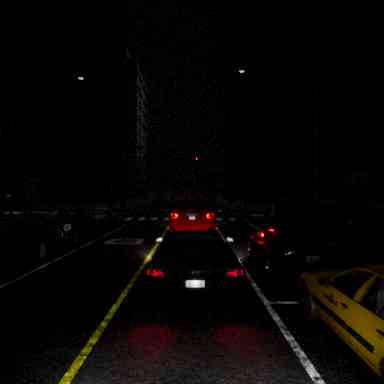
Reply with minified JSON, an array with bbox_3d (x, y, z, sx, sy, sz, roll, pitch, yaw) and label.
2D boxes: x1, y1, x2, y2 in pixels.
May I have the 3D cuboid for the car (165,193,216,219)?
[{"bbox_3d":[0.014,1.220,17.209,2.150,2.045,5.566,0,0,0],"label":"car"}]

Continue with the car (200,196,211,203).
[{"bbox_3d":[2.804,1.559,68.854,2.008,1.369,4.403,0,0,0],"label":"car"}]

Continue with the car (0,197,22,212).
[{"bbox_3d":[-19.045,1.129,32.040,5.008,1.535,1.882,1,0,1],"label":"car"}]

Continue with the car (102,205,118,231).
[{"bbox_3d":[-5.751,1.523,20.406,1.752,1.417,4.829,0,0,0],"label":"car"}]

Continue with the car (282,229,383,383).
[{"bbox_3d":[2.764,1.525,4.373,1.752,1.417,4.829,0,0,0],"label":"car"}]

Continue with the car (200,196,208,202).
[{"bbox_3d":[2.810,1.558,79.729,1.887,1.381,4.507,0,0,0],"label":"car"}]

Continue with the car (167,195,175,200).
[{"bbox_3d":[-5.708,1.570,90.610,2.008,1.369,4.403,0,0,0],"label":"car"}]

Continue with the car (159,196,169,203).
[{"bbox_3d":[-5.721,1.590,68.859,1.802,1.307,4.206,0,0,0],"label":"car"}]

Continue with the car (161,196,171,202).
[{"bbox_3d":[-5.718,1.536,74.127,1.752,1.417,4.829,0,0,0],"label":"car"}]

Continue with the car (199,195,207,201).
[{"bbox_3d":[2.814,1.541,85.337,1.752,1.417,4.829,0,0,0],"label":"car"}]

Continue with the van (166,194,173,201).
[{"bbox_3d":[-5.712,1.357,85.172,1.690,1.788,3.998,0,0,0],"label":"van"}]

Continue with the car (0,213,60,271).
[{"bbox_3d":[-5.758,1.543,9.663,1.887,1.381,4.507,0,0,0],"label":"car"}]

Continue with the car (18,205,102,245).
[{"bbox_3d":[-5.755,1.438,15.120,1.967,1.590,4.097,0,0,0],"label":"car"}]

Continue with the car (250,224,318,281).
[{"bbox_3d":[2.767,1.564,9.659,1.947,1.339,4.313,0,0,0],"label":"car"}]

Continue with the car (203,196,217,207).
[{"bbox_3d":[2.794,1.443,52.542,1.967,1.590,4.097,0,0,0],"label":"car"}]

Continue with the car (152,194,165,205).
[{"bbox_3d":[-5.728,1.319,57.984,2.192,1.841,5.009,0,0,0],"label":"car"}]

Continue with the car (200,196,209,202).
[{"bbox_3d":[2.807,1.555,74.292,1.887,1.381,4.507,0,0,0],"label":"car"}]

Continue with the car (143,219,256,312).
[{"bbox_3d":[0.064,1.563,7.789,1.994,1.385,4.181,0,0,0],"label":"car"}]
